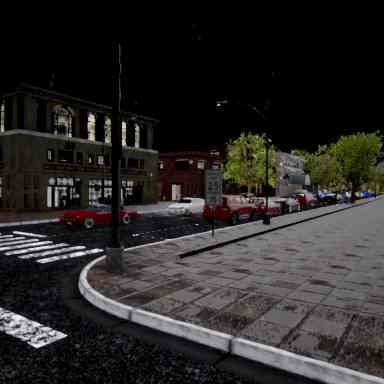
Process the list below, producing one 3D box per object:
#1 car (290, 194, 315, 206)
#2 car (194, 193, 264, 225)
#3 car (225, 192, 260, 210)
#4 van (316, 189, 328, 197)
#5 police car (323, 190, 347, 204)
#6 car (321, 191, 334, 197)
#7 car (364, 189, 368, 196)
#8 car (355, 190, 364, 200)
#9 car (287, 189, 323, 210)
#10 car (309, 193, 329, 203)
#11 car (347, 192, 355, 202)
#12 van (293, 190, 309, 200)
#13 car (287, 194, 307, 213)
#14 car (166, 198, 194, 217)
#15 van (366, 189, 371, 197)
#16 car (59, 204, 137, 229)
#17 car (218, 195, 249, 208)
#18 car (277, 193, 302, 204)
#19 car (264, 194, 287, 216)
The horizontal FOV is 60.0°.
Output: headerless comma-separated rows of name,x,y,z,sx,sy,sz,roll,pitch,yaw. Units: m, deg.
car,14.930,0.973,44.786,1.812,1.442,4.674,1,1,35
car,2.624,1.096,22.188,2.192,1.841,5.009,1,1,34
car,5.657,0.916,36.840,2.097,1.767,4.553,1,1,35
van,30.220,0.301,77.183,1.690,1.788,3.998,1,2,34
police car,19.779,0.849,46.410,1.930,1.638,5.238,1,1,34
car,33.355,0.441,81.758,2.008,1.369,4.403,1,2,34
car,34.093,0.625,68.026,1.752,1.417,4.829,1,2,34
car,30.859,0.753,63.318,1.802,1.307,4.206,1,2,34
car,12.038,0.895,35.897,2.192,1.841,5.009,1,2,34
car,19.934,0.864,52.174,1.812,1.442,4.674,1,1,34
car,23.645,0.692,52.077,2.097,1.767,4.553,1,1,34
van,20.808,0.509,63.476,1.690,1.788,3.998,1,2,34
car,8.897,1.198,31.333,2.008,1.369,4.403,1,1,34
car,-0.231,1.215,28.281,1.812,1.442,4.674,1,1,35
van,40.274,0.304,77.021,1.690,1.788,3.998,1,2,34
car,-5.626,1.405,20.421,1.895,1.301,4.718,1,1,34
car,5.119,1.073,40.635,1.947,1.339,4.313,1,2,34
car,14.561,0.921,49.652,2.033,1.411,5.357,1,1,35
car,5.761,1.154,26.760,1.967,1.590,4.097,1,1,34
